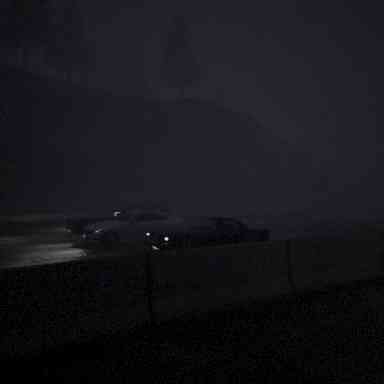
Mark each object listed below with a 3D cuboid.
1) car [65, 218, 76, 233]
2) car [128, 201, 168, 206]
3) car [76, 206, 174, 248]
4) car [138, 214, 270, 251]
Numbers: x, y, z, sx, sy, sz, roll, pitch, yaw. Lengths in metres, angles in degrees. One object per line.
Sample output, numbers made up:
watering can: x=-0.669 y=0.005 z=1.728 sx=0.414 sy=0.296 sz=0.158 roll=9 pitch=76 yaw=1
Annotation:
car: x=-4.245 y=1.608 z=17.825 sx=4.718 sy=1.301 sz=1.895 roll=0 pitch=0 yaw=-32
car: x=-3.487 y=1.374 z=22.374 sx=4.553 sy=1.767 sz=2.097 roll=0 pitch=0 yaw=-31
car: x=-2.416 y=1.539 z=14.818 sx=4.674 sy=1.442 sz=1.812 roll=0 pitch=0 yaw=-32
car: x=0.606 y=1.631 z=12.618 sx=4.718 sy=1.301 sz=1.895 roll=0 pitch=0 yaw=-32
